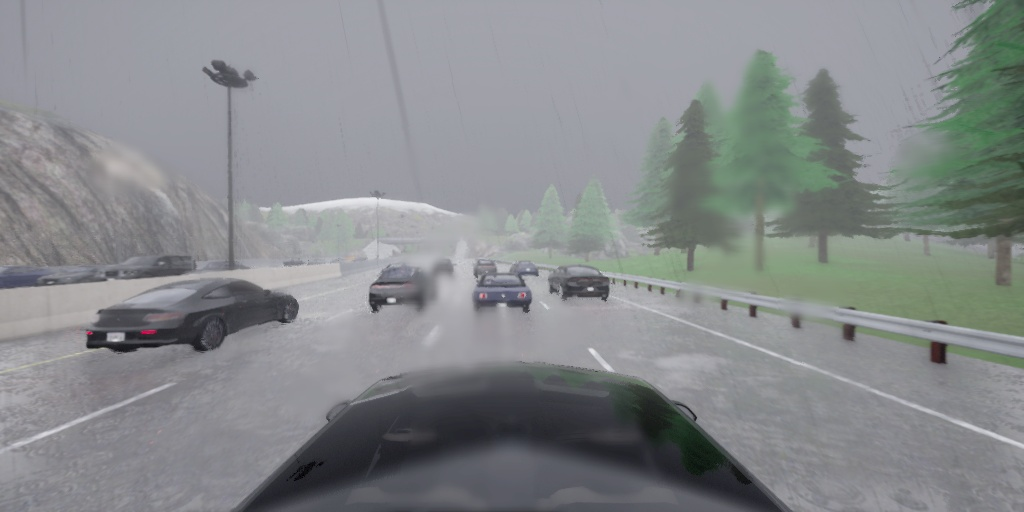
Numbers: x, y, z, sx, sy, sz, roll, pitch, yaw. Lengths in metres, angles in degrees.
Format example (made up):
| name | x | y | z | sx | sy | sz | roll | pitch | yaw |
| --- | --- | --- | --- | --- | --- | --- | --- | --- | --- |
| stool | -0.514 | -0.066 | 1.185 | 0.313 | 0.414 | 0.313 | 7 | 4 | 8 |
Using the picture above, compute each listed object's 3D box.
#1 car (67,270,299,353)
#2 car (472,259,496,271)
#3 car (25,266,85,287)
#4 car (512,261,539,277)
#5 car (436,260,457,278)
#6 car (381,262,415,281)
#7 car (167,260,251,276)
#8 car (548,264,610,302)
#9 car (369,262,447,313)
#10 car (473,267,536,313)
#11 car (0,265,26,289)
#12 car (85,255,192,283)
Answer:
| name | x | y | z | sx | sy | sz | roll | pitch | yaw |
| --- | --- | --- | --- | --- | --- | --- | --- | --- | --- |
| car | -7.187 | 1.262 | 8.715 | 1.812 | 1.442 | 4.674 | 0 | 1 | -2 |
| car | -2.368 | 1.042 | 31.141 | 2.128 | 1.511 | 4.902 | 0 | 0 | -8 |
| car | -26.017 | 1.301 | 22.011 | 1.994 | 1.385 | 4.181 | 0 | 0 | -7 |
| car | 1.054 | 1.092 | 31.907 | 1.994 | 1.385 | 4.181 | 0 | 0 | -8 |
| car | -5.883 | 1.074 | 31.039 | 1.837 | 1.490 | 4.892 | 0 | 0 | -8 |
| car | -9.123 | 1.200 | 29.174 | 1.895 | 1.301 | 4.718 | 0 | 0 | -8 |
| car | -19.128 | 1.184 | 23.362 | 2.128 | 1.511 | 4.902 | 0 | 0 | -7 |
| car | 2.870 | 1.108 | 16.364 | 1.882 | 1.535 | 5.008 | 0 | 0 | -4 |
| car | -3.964 | 1.176 | 13.776 | 2.128 | 1.511 | 4.902 | 0 | 1 | -4 |
| car | -0.419 | 1.268 | 13.557 | 1.895 | 1.301 | 4.718 | 0 | 0 | -4 |
| car | -29.392 | 1.289 | 20.805 | 1.812 | 1.442 | 4.674 | 0 | 0 | -7 |
| car | -22.544 | 0.937 | 22.527 | 2.150 | 2.045 | 5.566 | 0 | 0 | -7 |
